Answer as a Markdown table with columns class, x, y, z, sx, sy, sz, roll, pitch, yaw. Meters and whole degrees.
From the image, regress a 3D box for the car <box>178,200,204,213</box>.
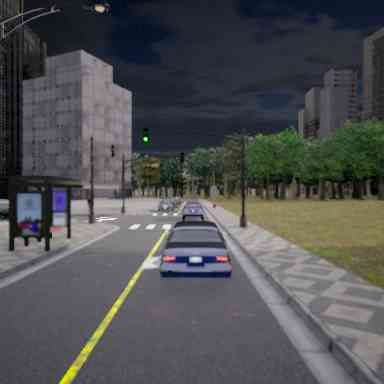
| class | x | y | z | sx | sy | sz | roll | pitch | yaw |
| --- | --- | --- | --- | --- | --- | --- | --- | --- | --- |
| car | 0.097 | 1.642 | 30.000 | 2.033 | 1.411 | 5.357 | 0 | 0 | 0 |

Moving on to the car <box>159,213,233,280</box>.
| class | x | y | z | sx | sy | sz | roll | pitch | yaw |
| --- | --- | --- | --- | --- | --- | --- | --- | --- | --- |
| car | 0.101 | 1.583 | 10.015 | 2.033 | 1.411 | 5.357 | 0 | 0 | 0 |

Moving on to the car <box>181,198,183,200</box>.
| class | x | y | z | sx | sy | sz | roll | pitch | yaw |
| --- | --- | --- | --- | --- | --- | --- | --- | --- | --- |
| car | -3.071 | 1.642 | 59.673 | 1.882 | 1.535 | 5.008 | 0 | 0 | 0 |

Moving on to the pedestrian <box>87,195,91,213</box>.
| class | x | y | z | sx | sy | sz | roll | pitch | yaw |
| --- | --- | --- | --- | --- | --- | --- | --- | --- | --- |
| pedestrian | -10.089 | 1.185 | 33.029 | 0.375 | 1.860 | 0.375 | 0 | 0 | 1 |

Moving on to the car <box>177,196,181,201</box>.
| class | x | y | z | sx | sy | sz | roll | pitch | yaw |
| --- | --- | --- | --- | --- | --- | --- | --- | --- | --- |
| car | -3.100 | 1.648 | 50.223 | 1.837 | 1.490 | 4.892 | 0 | 0 | 0 |

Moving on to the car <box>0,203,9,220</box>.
| class | x | y | z | sx | sy | sz | roll | pitch | yaw |
| --- | --- | --- | --- | --- | --- | --- | --- | --- | --- |
| car | -14.353 | 1.587 | 26.920 | 4.674 | 1.442 | 1.812 | 0 | 0 | 2 |

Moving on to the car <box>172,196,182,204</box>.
| class | x | y | z | sx | sy | sz | roll | pitch | yaw |
| --- | --- | --- | --- | --- | --- | --- | --- | --- | --- |
| car | -3.062 | 1.681 | 69.971 | 1.837 | 1.490 | 4.892 | 0 | 0 | 0 |

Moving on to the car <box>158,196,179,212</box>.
| class | x | y | z | sx | sy | sz | roll | pitch | yaw |
| --- | --- | --- | --- | --- | --- | --- | --- | --- | --- |
| car | -3.103 | 1.613 | 41.007 | 2.128 | 1.511 | 4.902 | 0 | 0 | 0 |
